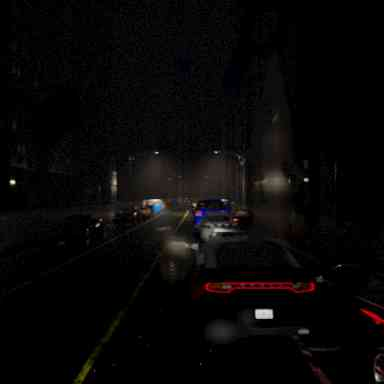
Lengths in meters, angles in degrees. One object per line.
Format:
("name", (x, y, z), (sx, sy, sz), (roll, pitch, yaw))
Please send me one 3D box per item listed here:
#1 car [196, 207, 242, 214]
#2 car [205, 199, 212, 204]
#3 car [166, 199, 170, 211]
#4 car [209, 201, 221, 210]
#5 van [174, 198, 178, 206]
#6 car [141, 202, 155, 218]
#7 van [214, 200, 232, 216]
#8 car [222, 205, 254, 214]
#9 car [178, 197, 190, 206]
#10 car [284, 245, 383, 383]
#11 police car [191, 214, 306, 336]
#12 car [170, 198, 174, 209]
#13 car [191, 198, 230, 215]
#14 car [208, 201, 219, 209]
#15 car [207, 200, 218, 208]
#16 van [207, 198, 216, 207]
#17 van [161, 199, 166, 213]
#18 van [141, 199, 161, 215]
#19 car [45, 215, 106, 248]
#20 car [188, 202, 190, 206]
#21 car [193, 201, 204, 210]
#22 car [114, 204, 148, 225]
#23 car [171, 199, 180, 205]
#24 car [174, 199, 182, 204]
("car", (1.254, 1.731, 17.062), (1.812, 1.442, 4.674), (0, -1, 1))
("car", (4.601, 2.685, 94.872), (1.887, 1.381, 4.507), (-1, -1, 1))
("car", (-4.786, 2.085, 49.917), (1.967, 1.590, 4.097), (-1, -1, 1))
("car", (3.847, 2.244, 55.397), (1.802, 1.307, 4.206), (-1, -1, 1))
("van", (-4.248, 2.328, 78.116), (1.690, 1.788, 3.998), (-1, -1, 1))
("car", (-5.111, 1.962, 32.828), (1.752, 1.417, 4.829), (-1, -1, 1))
("van", (3.522, 1.797, 38.482), (1.690, 1.788, 3.998), (-1, -1, 1))
("car", (3.200, 1.794, 21.562), (1.887, 1.381, 4.507), (-1, -1, 1))
("car", (-1.527, 2.294, 75.656), (2.097, 1.767, 4.553), (0, -1, 1))
("car", (2.877, 1.608, 4.644), (1.947, 1.339, 4.313), (-1, -1, 1))
("police car", (1.008, 1.510, 7.167), (1.930, 1.638, 5.238), (0, -1, 0))
("car", (-4.679, 2.029, 55.559), (2.192, 1.841, 5.009), (-1, -1, 1))
("car", (1.168, 1.501, 23.076), (2.150, 2.045, 5.566), (0, -1, 0))
("car", (3.955, 2.313, 61.036), (1.802, 1.307, 4.206), (-1, -1, 1))
("car", (4.063, 2.365, 66.676), (1.947, 1.339, 4.313), (-1, -1, 1))
("van", (4.168, 2.209, 72.318), (1.690, 1.788, 3.998), (-1, -1, 1))
("van", (-4.894, 1.917, 44.279), (1.690, 1.788, 3.998), (-1, -1, 1))
("van", (-5.002, 1.848, 38.640), (1.690, 1.788, 3.998), (-1, -1, 1))
("car", (-5.431, 1.797, 16.080), (1.947, 1.339, 4.313), (-1, -1, 1))
("car", (0.883, 2.132, 43.329), (1.895, 1.301, 4.718), (0, -1, 1))
("car", (1.091, 2.281, 55.575), (1.895, 1.301, 4.718), (0, -1, 1))
("car", (-5.215, 1.920, 27.359), (2.008, 1.369, 4.403), (-1, -1, 1))
("car", (-4.138, 2.600, 83.753), (1.887, 1.381, 4.507), (-1, -1, 1))
("car", (-3.922, 2.757, 95.031), (1.947, 1.339, 4.313), (-1, -1, 1))
